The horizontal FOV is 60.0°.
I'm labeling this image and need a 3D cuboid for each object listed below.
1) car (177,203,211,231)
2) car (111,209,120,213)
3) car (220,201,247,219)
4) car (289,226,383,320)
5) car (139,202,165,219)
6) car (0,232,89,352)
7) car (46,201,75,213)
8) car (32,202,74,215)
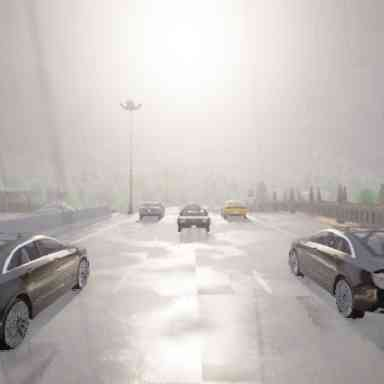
[{"bbox_3d":[0.102,1.605,20.388,1.895,1.301,4.718,0,0,0],"label":"car"},{"bbox_3d":[-13.989,3.642,59.296,1.895,1.301,4.718,0,-7,0],"label":"car"},{"bbox_3d":[3.604,1.492,29.523,1.882,1.535,5.008,0,0,0],"label":"car"},{"bbox_3d":[3.603,1.493,7.314,2.128,1.511,4.902,0,0,0],"label":"car"},{"bbox_3d":[-3.397,1.557,28.894,2.033,1.411,5.357,0,0,0],"label":"car"},{"bbox_3d":[-3.397,1.493,6.159,2.128,1.511,4.902,0,0,0],"label":"car"},{"bbox_3d":[-17.542,2.062,44.740,1.882,1.535,5.008,0,-4,1],"label":"car"},{"bbox_3d":[-10.589,1.529,25.742,1.812,1.442,4.674,0,0,0],"label":"car"}]
